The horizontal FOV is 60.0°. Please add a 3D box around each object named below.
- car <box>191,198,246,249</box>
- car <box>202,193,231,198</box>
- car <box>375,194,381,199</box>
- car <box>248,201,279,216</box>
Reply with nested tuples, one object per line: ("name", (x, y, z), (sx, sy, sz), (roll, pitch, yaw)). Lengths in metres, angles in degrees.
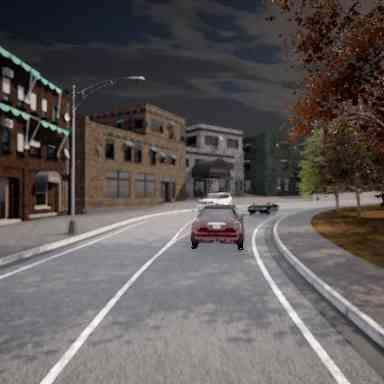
("car", (1.284, 1.344, 14.777), (2.097, 1.767, 4.553), (0, 0, 9))
("car", (2.642, 1.124, 37.855), (2.150, 2.045, 5.566), (-1, 0, 32))
("car", (36.230, 0.555, 61.709), (4.718, 1.301, 1.895), (-2, 0, -25))
("car", (6.889, 1.493, 31.629), (1.895, 1.301, 4.718), (0, 0, 27))
